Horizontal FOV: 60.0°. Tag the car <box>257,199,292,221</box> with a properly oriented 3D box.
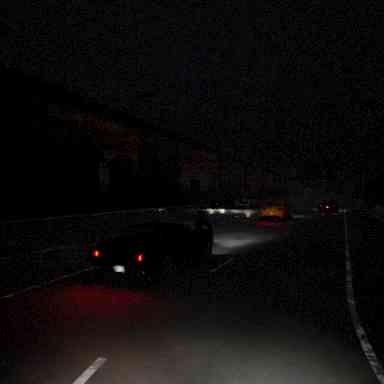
[{"bbox_3d":[7.141,1.477,27.776,1.882,1.535,5.008,0,0,24],"label":"car"}]

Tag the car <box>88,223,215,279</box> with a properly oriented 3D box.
[{"bbox_3d":[-0.884,1.601,10.226,1.895,1.301,4.718,0,0,24],"label":"car"}]

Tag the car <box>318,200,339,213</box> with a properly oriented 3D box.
[{"bbox_3d":[15.153,1.564,36.931,1.994,1.385,4.181,0,0,25],"label":"car"}]

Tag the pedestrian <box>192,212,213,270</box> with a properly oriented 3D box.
[{"bbox_3d":[0.314,1.294,9.875,0.375,1.860,0.375,0,0,25],"label":"pedestrian"}]

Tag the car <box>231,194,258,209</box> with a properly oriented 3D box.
[{"bbox_3d":[7.646,1.328,45.996,2.150,2.045,5.566,0,0,25],"label":"car"}]

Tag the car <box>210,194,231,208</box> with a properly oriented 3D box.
[{"bbox_3d":[4.460,1.261,47.445,2.150,2.045,5.566,0,0,25],"label":"car"}]
